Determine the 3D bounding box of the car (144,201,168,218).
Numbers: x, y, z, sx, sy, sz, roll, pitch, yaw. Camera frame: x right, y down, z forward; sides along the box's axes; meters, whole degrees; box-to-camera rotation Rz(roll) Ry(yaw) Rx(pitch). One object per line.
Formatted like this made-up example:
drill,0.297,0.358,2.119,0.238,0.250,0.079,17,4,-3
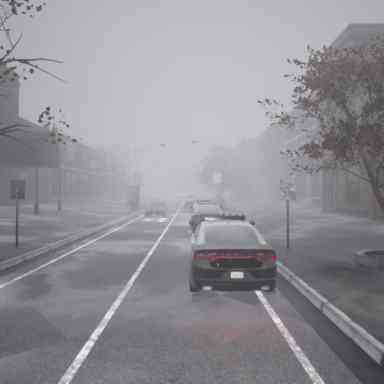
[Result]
car,-3.176,1.551,30.733,2.033,1.411,5.357,0,0,0

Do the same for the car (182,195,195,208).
car,-0.101,1.507,46.698,1.812,1.442,4.674,0,0,0

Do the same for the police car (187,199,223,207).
police car,0.853,1.428,19.117,1.930,1.638,5.238,0,0,0

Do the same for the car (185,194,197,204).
car,-0.150,1.257,59.816,2.097,1.767,4.553,0,0,0

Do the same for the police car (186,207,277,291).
police car,0.879,1.426,9.116,1.930,1.638,5.238,0,0,0

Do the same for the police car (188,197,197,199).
police car,0.838,1.428,25.117,1.930,1.638,5.238,0,0,0

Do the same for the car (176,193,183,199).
car,-3.221,1.097,87.568,1.882,1.535,5.008,0,1,0
